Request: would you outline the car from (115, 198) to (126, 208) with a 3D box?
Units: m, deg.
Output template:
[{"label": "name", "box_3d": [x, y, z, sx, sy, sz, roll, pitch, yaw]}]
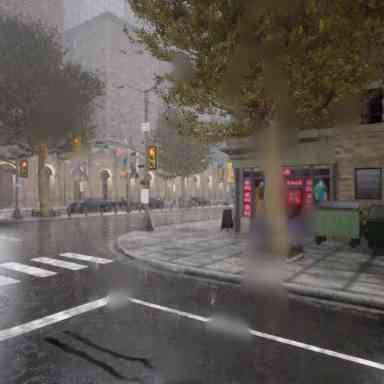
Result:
[{"label": "car", "box_3d": [-10.164, 1.595, 47.912, 1.895, 1.301, 4.718, 0, 0, 36]}]

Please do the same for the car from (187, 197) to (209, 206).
[{"label": "car", "box_3d": [0.830, 1.506, 51.752, 1.837, 1.490, 4.892, 0, 0, 36]}]

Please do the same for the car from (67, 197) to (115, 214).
[{"label": "car", "box_3d": [-10.970, 1.352, 35.442, 2.097, 1.767, 4.553, 0, 0, 36]}]

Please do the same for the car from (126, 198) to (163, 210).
[{"label": "car", "box_3d": [-5.682, 1.503, 42.757, 1.837, 1.490, 4.892, 0, 1, 36]}]
